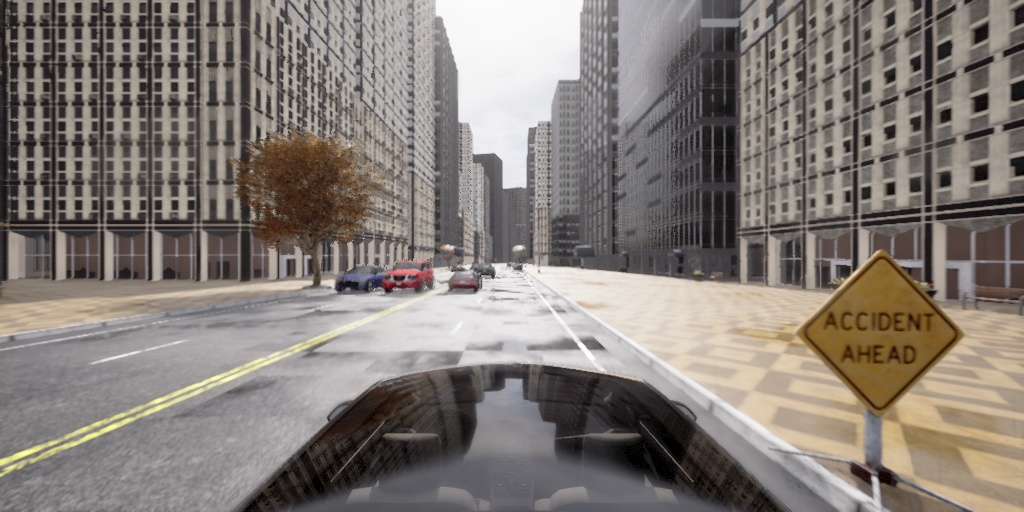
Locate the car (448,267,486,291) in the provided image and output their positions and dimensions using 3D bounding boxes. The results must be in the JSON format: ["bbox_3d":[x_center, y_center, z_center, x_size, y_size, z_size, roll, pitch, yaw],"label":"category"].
[{"bbox_3d":[-3.148,1.657,24.876,1.994,1.385,4.181,0,-1,0],"label":"car"}]

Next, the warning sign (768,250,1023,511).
[{"bbox_3d":[2.850,0.882,2.835,1.300,1.860,1.060,0,0,0],"label":"warning sign"}]

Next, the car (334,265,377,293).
[{"bbox_3d":[-9.846,1.429,23.776,2.097,1.767,4.553,0,-1,0],"label":"car"}]

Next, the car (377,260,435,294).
[{"bbox_3d":[-6.597,1.296,23.616,2.150,2.045,5.566,0,-1,0],"label":"car"}]

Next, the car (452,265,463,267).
[{"bbox_3d":[-9.767,2.239,64.235,1.994,1.385,4.181,0,-1,1],"label":"car"}]

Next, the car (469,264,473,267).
[{"bbox_3d":[-6.519,2.180,64.224,1.837,1.490,4.892,0,-1,1],"label":"car"}]

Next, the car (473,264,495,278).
[{"bbox_3d":[-3.144,1.722,43.683,2.097,1.767,4.553,0,-1,0],"label":"car"}]
